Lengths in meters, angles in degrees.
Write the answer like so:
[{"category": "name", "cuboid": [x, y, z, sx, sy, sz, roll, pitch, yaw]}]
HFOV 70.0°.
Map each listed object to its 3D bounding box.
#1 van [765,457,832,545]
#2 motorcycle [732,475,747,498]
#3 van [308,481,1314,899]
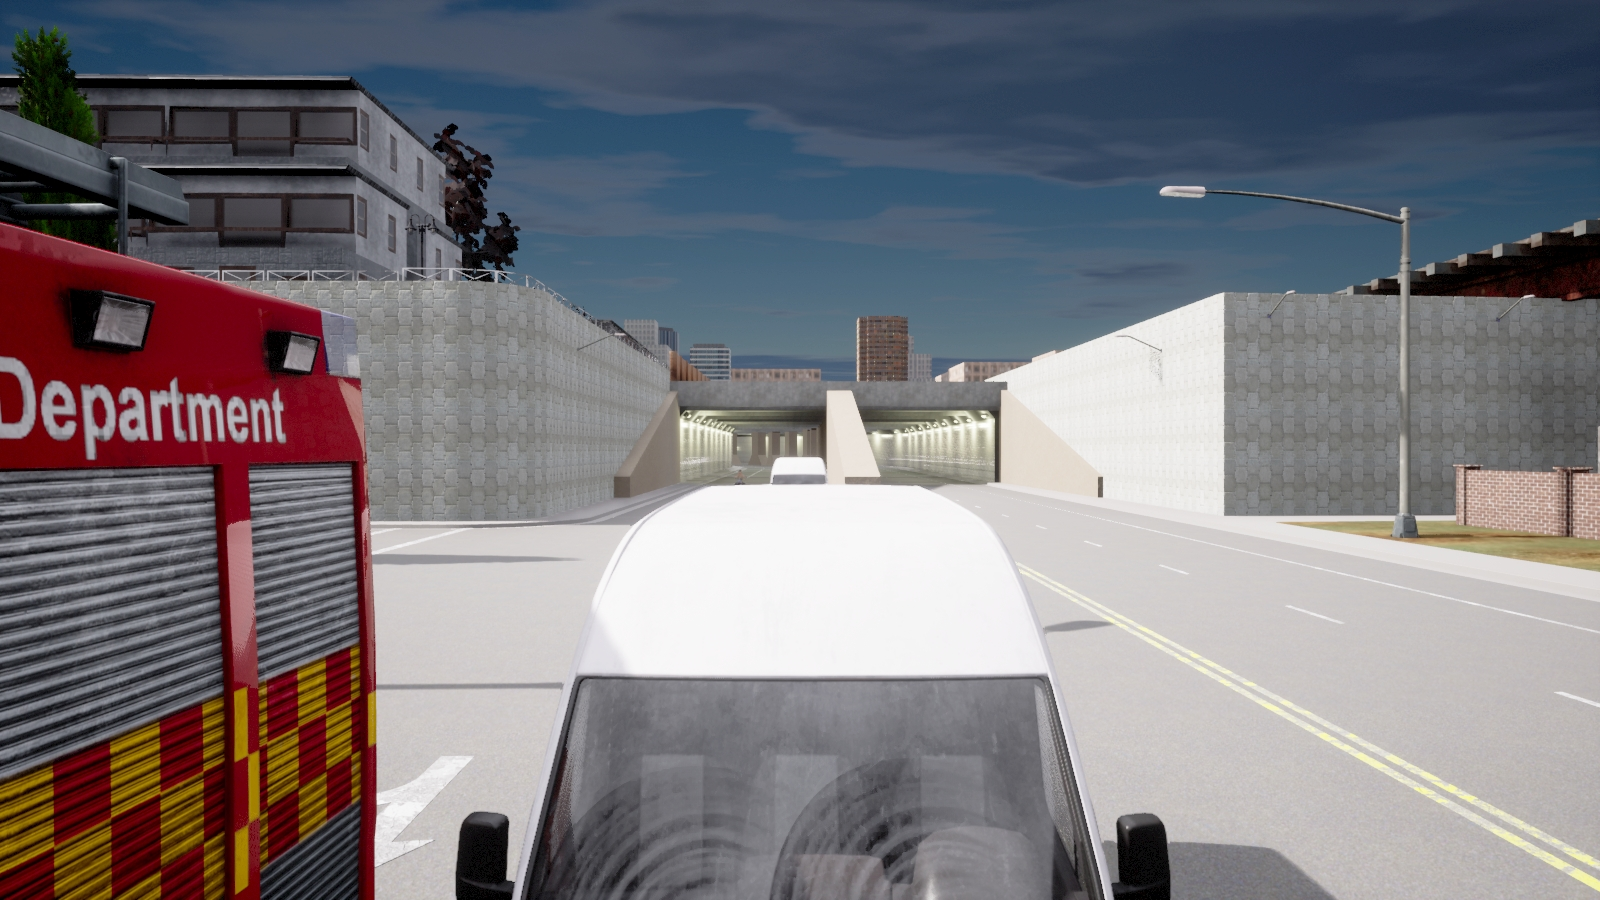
[{"category": "van", "cuboid": [-0.034, 1.534, 36.764, 1.988, 2.561, 5.915, 0, 0, 0]}, {"category": "motorcycle", "cuboid": [-3.551, 2.167, 67.436, 0.764, 1.277, 2.356, 0, 0, 0]}, {"category": "van", "cuboid": [0.047, 1.532, 5.230, 1.988, 2.561, 5.915, 0, 1, 1]}]
